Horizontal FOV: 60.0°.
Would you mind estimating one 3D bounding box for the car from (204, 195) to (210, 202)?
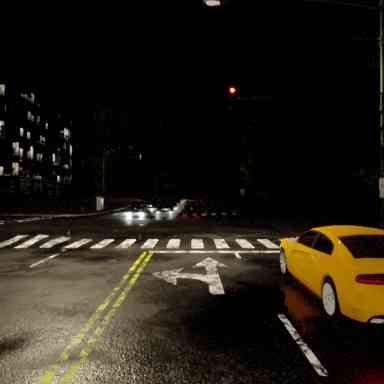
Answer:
[{"bbox_3d":[3.254,1.534,79.393,1.882,1.535,5.008,0,0,0],"label":"car"}]

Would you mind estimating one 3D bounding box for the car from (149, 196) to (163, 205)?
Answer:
[{"bbox_3d":[-6.557,1.519,61.218,1.882,1.535,5.008,0,0,0],"label":"car"}]

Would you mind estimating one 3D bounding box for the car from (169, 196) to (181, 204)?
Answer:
[{"bbox_3d":[-3.286,1.592,64.683,2.033,1.411,5.357,0,0,1],"label":"car"}]

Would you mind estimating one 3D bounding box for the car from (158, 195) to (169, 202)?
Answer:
[{"bbox_3d":[-6.496,1.367,76.246,2.128,1.511,4.902,0,0,0],"label":"car"}]

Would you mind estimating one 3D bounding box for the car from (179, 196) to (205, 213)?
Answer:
[{"bbox_3d":[0.071,1.525,37.768,2.128,1.511,4.902,0,0,3],"label":"car"}]

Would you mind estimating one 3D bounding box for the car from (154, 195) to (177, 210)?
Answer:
[{"bbox_3d":[-3.346,1.507,42.519,1.882,1.535,5.008,0,0,0],"label":"car"}]

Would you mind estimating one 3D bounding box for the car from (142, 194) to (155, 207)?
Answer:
[{"bbox_3d":[-6.596,1.256,50.882,2.150,2.045,5.566,0,0,0],"label":"car"}]

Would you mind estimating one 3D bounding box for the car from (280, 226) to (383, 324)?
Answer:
[{"bbox_3d":[3.362,1.476,7.351,1.882,1.535,5.008,-1,0,0],"label":"car"}]

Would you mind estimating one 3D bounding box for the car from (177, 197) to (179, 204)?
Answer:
[{"bbox_3d":[-3.339,1.527,51.710,2.128,1.511,4.902,0,0,0],"label":"car"}]

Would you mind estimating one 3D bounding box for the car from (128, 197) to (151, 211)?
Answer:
[{"bbox_3d":[-6.595,1.629,41.118,1.895,1.301,4.718,0,0,0],"label":"car"}]
